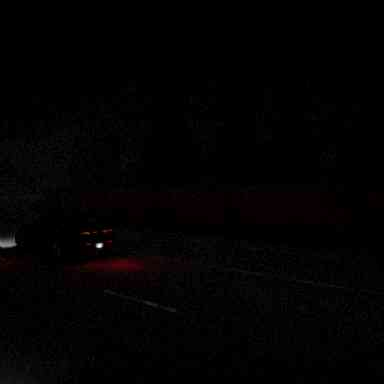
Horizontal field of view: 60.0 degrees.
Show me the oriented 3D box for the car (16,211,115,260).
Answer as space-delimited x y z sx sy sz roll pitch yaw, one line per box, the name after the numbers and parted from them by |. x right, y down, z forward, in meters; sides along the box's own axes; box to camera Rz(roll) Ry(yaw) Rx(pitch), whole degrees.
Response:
-4.840 1.471 12.425 4.892 1.490 1.837 0 0 41 | car
